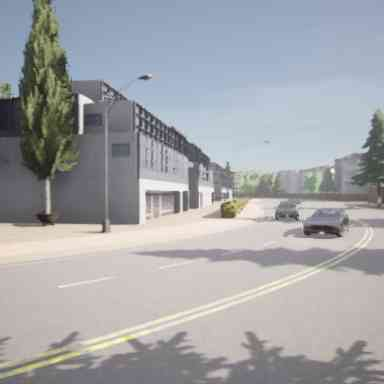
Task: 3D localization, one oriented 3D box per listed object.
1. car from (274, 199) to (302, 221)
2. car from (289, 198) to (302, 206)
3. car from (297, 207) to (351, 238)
[{"bbox_3d":[8.149,1.615,28.323,1.837,1.490,4.892,0,0,17],"label":"car"},{"bbox_3d":[19.277,1.863,61.970,1.895,1.301,4.718,0,0,12],"label":"car"},{"bbox_3d":[7.617,1.608,18.402,2.033,1.411,5.357,0,0,31],"label":"car"}]
